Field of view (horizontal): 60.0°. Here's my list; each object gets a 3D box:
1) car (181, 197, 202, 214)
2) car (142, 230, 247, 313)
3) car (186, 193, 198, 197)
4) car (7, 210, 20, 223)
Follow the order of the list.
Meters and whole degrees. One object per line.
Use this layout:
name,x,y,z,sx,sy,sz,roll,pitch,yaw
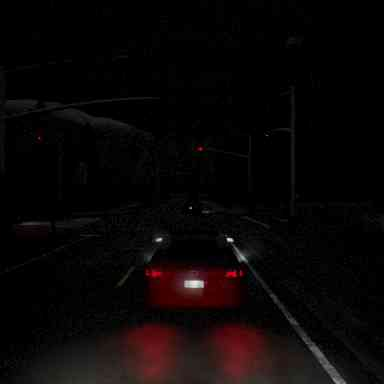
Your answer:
car,-0.005,1.564,34.913,1.994,1.385,4.181,0,0,4
car,0.060,1.564,7.762,1.994,1.385,4.181,0,0,1
car,-0.009,1.221,67.380,2.150,2.045,5.566,0,0,0
car,-14.406,1.507,22.917,4.674,1.442,1.812,0,0,-6
